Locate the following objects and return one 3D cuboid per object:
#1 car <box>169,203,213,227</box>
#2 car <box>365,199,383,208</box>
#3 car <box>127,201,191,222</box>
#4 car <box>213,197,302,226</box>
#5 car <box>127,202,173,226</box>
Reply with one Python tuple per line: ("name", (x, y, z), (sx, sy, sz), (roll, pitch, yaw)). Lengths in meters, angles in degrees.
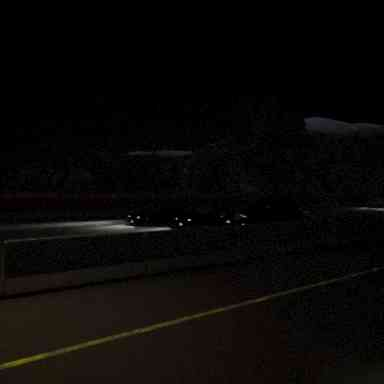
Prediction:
("car", (1.468, 1.628, 22.229), (5.357, 1.411, 2.033), (0, 0, -35))
("car", (29.961, 1.862, 54.566), (1.812, 1.442, 4.674), (0, 0, 44))
("car", (-2.706, 1.570, 27.856), (4.902, 1.511, 2.128), (0, 0, -36))
("car", (4.241, 1.309, 19.909), (5.566, 2.045, 2.150), (0, 0, -35))
("car", (-1.900, 1.618, 24.127), (5.357, 1.411, 2.033), (0, 0, -35))
